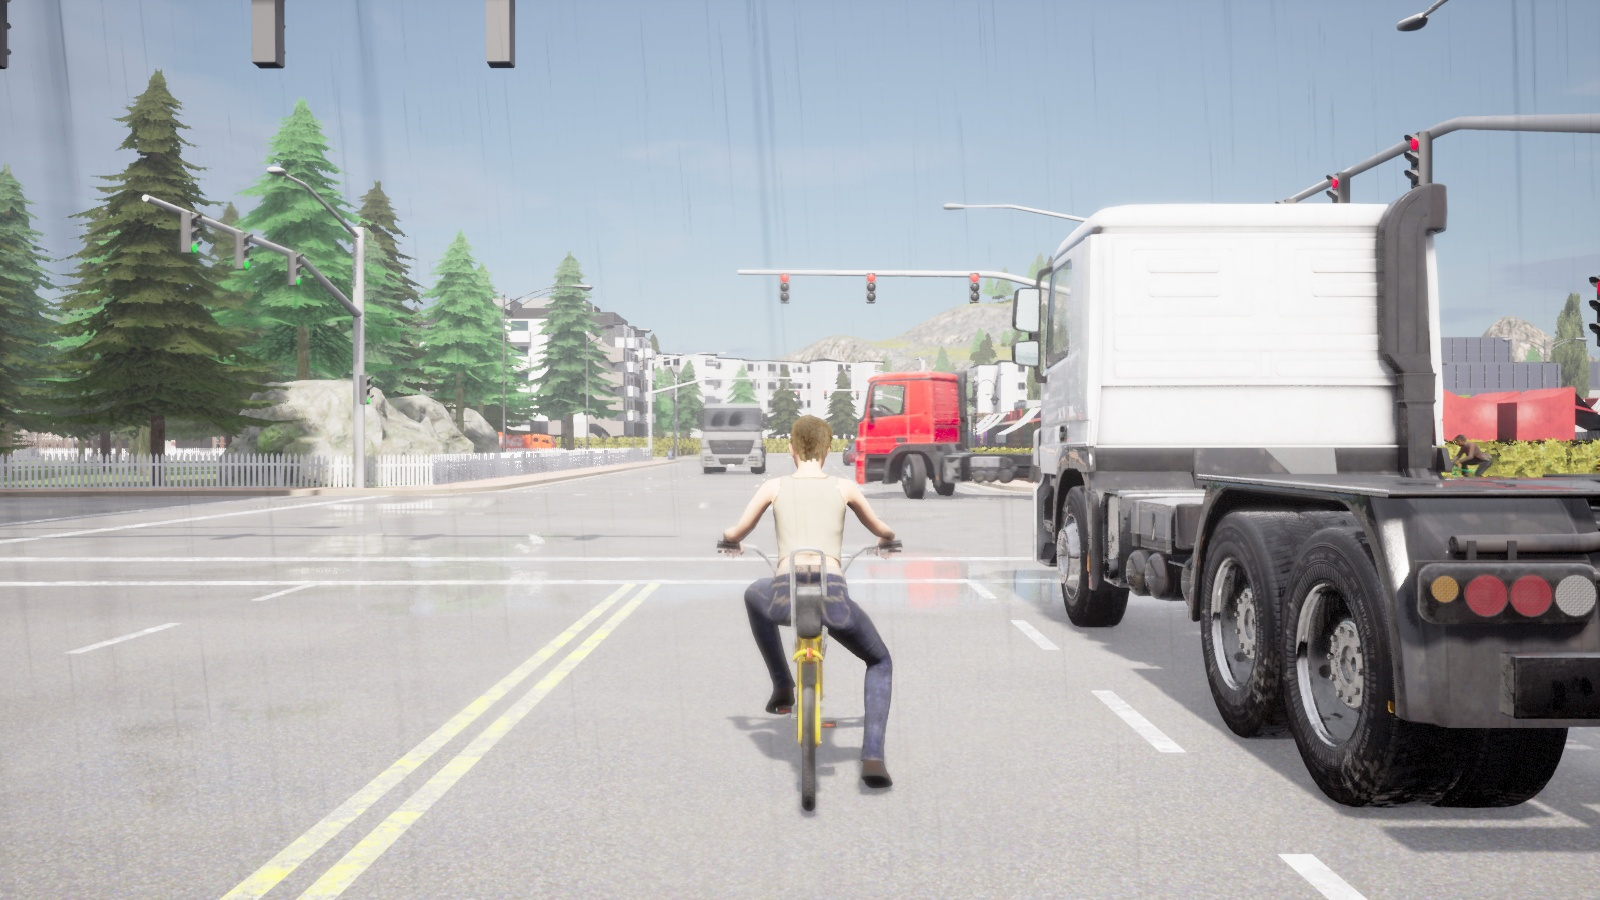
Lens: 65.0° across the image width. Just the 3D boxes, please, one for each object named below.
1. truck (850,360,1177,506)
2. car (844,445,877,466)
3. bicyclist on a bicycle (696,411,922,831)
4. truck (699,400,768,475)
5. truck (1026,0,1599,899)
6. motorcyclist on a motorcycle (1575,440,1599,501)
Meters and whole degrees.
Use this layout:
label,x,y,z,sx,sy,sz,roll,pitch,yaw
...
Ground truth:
label,x,y,z,sx,sy,sz,roll,pitch,yaw
truck,5.527,-0.440,32.911,7.936,3.462,2.891,0,1,27
car,3.964,0.346,82.889,1.994,1.385,4.181,0,0,1
bicyclist on a bicycle,0.042,0.652,5.576,0.866,1.612,1.509,0,0,1
truck,-3.148,-0.586,61.630,2.891,3.462,7.936,0,0,0
truck,3.559,-0.276,7.884,2.891,3.462,7.936,0,0,0
motorcyclist on a motorcycle,20.874,0.511,31.752,2.044,1.523,0.797,0,0,0
